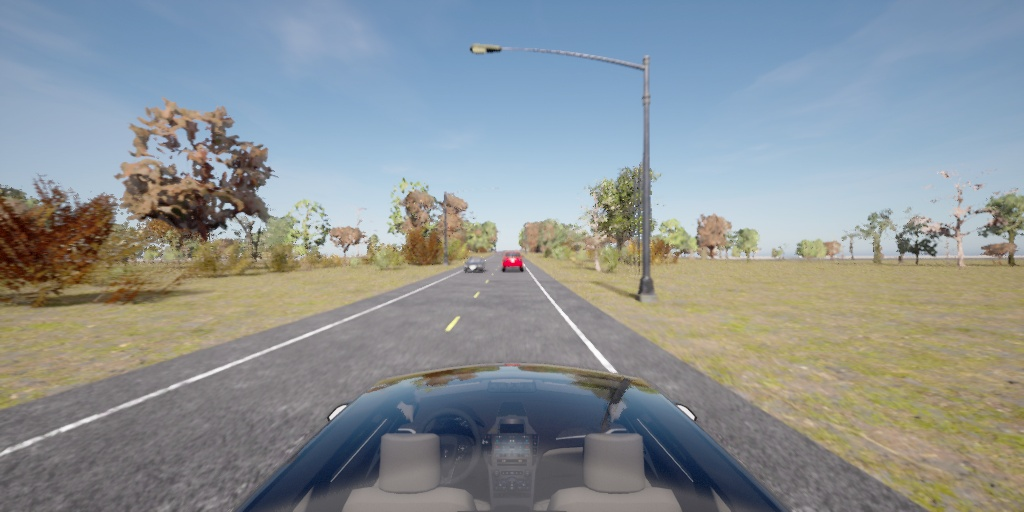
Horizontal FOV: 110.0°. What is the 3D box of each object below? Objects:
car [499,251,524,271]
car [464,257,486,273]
[{"bbox_3d":[0.074,0.506,38.098,2.150,2.045,5.566,0,1,0],"label":"car"},{"bbox_3d":[-3.610,0.846,35.372,2.128,1.511,4.902,0,1,0],"label":"car"}]
